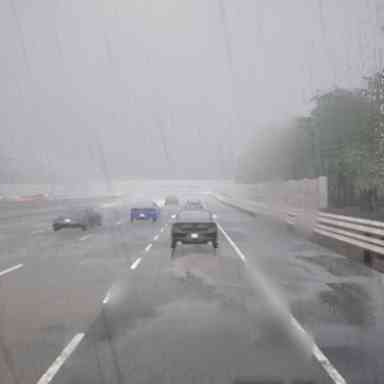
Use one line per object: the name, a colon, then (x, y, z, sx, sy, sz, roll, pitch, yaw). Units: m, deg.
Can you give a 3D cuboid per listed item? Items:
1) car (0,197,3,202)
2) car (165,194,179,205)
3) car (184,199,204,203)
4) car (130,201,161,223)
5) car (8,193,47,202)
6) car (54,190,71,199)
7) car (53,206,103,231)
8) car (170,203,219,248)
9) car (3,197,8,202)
car: (-27.890, 1.516, 48.049, 1.812, 1.442, 4.674, 0, 0, 1)
car: (-3.284, 1.267, 55.042, 2.097, 1.767, 4.553, 0, 0, 1)
car: (0.164, 1.456, 34.121, 2.128, 1.511, 4.902, 0, 0, 0)
car: (-3.475, 1.458, 25.662, 1.882, 1.535, 5.008, 0, 0, 0)
car: (-20.945, 1.213, 43.251, 2.150, 2.045, 5.566, 0, 0, 1)
car: (-30.991, 0.579, 79.841, 2.150, 2.045, 5.566, 0, 1, 1)
car: (-6.889, 1.555, 20.479, 1.994, 1.385, 4.181, 0, 0, 0)
car: (0.101, 1.463, 14.788, 1.882, 1.535, 5.008, 0, 0, 0)
car: (-24.395, 1.532, 47.993, 2.033, 1.411, 5.357, 0, 0, 1)
